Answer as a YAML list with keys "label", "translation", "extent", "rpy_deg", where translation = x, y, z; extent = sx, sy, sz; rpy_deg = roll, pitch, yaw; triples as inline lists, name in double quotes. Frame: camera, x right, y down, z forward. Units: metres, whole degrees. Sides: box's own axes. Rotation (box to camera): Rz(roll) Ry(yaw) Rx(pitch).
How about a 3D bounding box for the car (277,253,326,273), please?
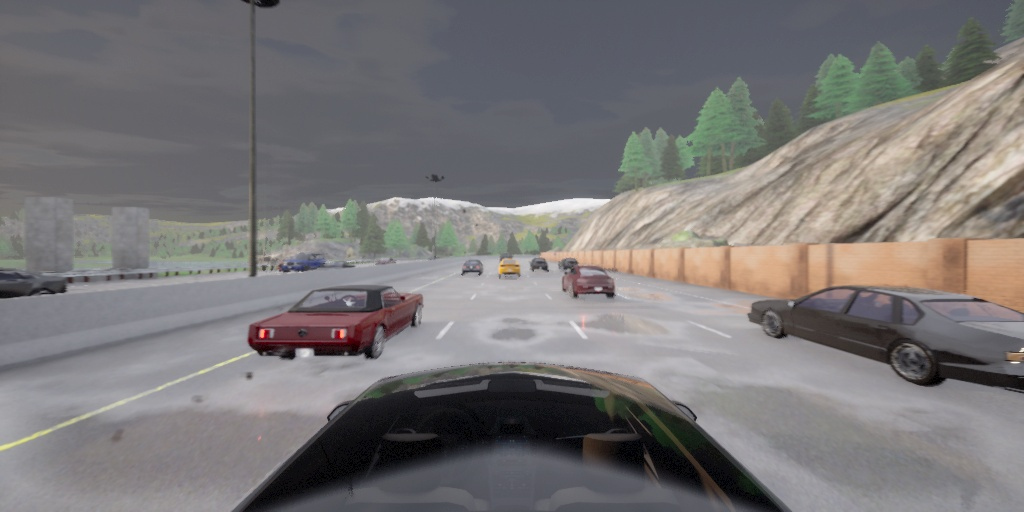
- label: "car"
  translation: [-21.583, 0.705, 37.530]
  extent: [2.150, 2.045, 5.566]
  rpy_deg: [0, 1, -1]

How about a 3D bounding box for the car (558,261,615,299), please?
- label: "car"
  translation: [3.541, 1.174, 17.123]
  extent: [1.812, 1.442, 4.674]
  rpy_deg: [0, 0, -1]

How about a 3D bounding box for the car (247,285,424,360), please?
- label: "car"
  translation: [-3.440, 1.304, 8.190]
  extent: [1.895, 1.301, 4.718]
  rpy_deg: [0, 0, 0]

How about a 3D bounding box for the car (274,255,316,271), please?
- label: "car"
  translation: [-25.169, 0.806, 41.810]
  extent: [2.097, 1.767, 4.553]
  rpy_deg: [0, 0, -1]

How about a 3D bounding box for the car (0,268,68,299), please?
- label: "car"
  translation: [-17.620, 1.159, 11.369]
  extent: [2.128, 1.511, 4.902]
  rpy_deg: [0, 0, 0]

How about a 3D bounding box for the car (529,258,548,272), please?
- label: "car"
  translation: [3.025, 0.990, 41.095]
  extent: [1.837, 1.490, 4.892]
  rpy_deg: [0, 1, -1]

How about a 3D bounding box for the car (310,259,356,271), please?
- label: "car"
  translation: [-14.405, 1.111, 29.717]
  extent: [1.994, 1.385, 4.181]
  rpy_deg: [0, 0, -1]

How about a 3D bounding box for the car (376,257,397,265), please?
- label: "car"
  translation: [-18.409, 0.912, 52.661]
  extent: [1.812, 1.442, 4.674]
  rpy_deg: [0, 0, -1]

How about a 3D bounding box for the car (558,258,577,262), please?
- label: "car"
  translation: [6.520, 0.992, 41.310]
  extent: [1.837, 1.490, 4.892]
  rpy_deg: [0, 1, -1]

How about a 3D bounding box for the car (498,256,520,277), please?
- label: "car"
  translation: [-0.259, 1.015, 32.767]
  extent: [1.882, 1.535, 5.008]
  rpy_deg: [0, 0, -2]

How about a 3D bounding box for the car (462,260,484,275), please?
- label: "car"
  translation: [-3.767, 1.069, 34.802]
  extent: [2.033, 1.411, 5.357]
  rpy_deg: [0, 0, -2]

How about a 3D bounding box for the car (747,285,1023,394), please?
- label: "car"
  translation: [7.047, 1.269, 6.852]
  extent: [2.033, 1.411, 5.357]
  rpy_deg: [0, 0, 0]

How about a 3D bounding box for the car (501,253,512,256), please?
- label: "car"
  translation: [-0.906, 0.587, 57.991]
  extent: [2.150, 2.045, 5.566]
  rpy_deg: [0, 0, -1]
